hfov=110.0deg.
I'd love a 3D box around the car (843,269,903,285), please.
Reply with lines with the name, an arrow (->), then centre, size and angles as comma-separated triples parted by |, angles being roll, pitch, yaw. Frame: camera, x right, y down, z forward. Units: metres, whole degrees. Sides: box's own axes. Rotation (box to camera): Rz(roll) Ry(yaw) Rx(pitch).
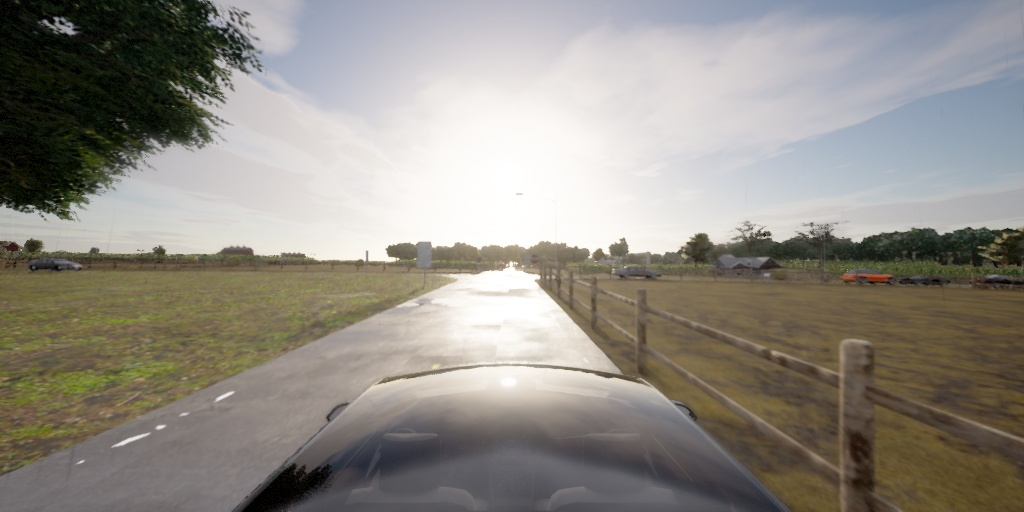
car -> 40.253, 2.296, 40.302 | 4.553, 1.767, 2.097 | 2, -2, 1

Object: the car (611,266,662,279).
car -> 13.936, 1.831, 40.448 | 5.357, 1.411, 2.033 | 1, -2, 0
